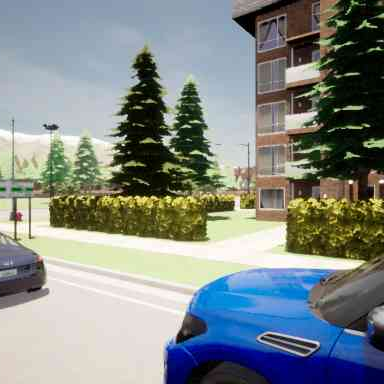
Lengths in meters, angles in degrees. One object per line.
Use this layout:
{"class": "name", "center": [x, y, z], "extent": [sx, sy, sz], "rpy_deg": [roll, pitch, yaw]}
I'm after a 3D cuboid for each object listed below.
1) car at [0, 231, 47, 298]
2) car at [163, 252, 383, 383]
{"class": "car", "center": [-5.238, 1.564, 7.698], "extent": [4.181, 1.385, 1.994], "rpy_deg": [0, 0, 36]}
{"class": "car", "center": [2.377, 1.221, 2.293], "extent": [5.566, 2.045, 2.150], "rpy_deg": [0, 0, 36]}
